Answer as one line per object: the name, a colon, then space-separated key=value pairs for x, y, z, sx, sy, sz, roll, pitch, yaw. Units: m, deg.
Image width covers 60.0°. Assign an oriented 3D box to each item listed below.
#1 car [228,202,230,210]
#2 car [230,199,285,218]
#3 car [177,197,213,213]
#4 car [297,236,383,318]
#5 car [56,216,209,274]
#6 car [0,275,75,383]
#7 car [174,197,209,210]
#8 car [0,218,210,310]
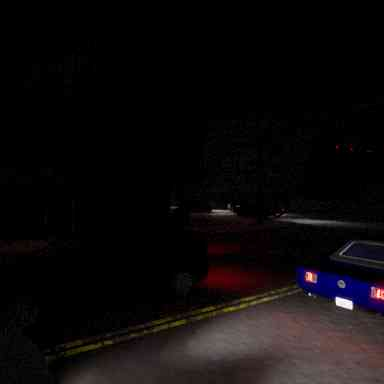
car: x=5.955 y=1.506 z=35.983 sx=1.837 sy=1.490 sz=4.892 roll=0 pitch=0 yaw=-36
car: x=5.968 y=1.601 z=29.976 sx=1.895 sy=1.301 sz=4.718 roll=0 pitch=0 yaw=-36
car: x=0.309 y=1.477 z=37.848 sx=1.882 sy=1.535 sz=5.008 roll=0 pitch=0 yaw=-36
car: x=4.403 y=1.601 z=6.911 sx=4.718 sy=1.301 sz=1.895 roll=0 pitch=0 yaw=-35
car: x=-1.882 y=1.601 z=11.240 sx=4.718 sy=1.301 sz=1.895 roll=0 pitch=0 yaw=-35
car: x=-3.079 y=1.601 z=1.556 sx=4.718 sy=1.301 sz=1.895 roll=0 pitch=0 yaw=-35
car: x=-0.138 y=1.491 z=44.490 sx=2.128 sy=1.511 sz=4.902 roll=0 pitch=0 yaw=-36
car: x=-1.929 y=1.477 z=6.914 sx=5.008 sy=1.535 sz=1.882 roll=0 pitch=0 yaw=-35
